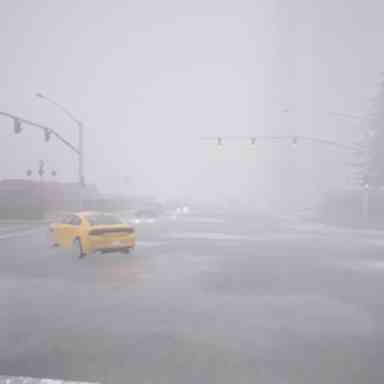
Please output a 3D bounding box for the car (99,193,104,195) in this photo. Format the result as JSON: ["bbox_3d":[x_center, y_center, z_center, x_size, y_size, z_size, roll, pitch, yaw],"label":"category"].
[{"bbox_3d":[-20.597,1.130,70.975,4.605,1.855,1.932,0,0,7],"label":"car"}]

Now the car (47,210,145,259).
[{"bbox_3d":[-4.042,1.506,12.970,1.882,1.535,5.008,1,-1,-38],"label":"car"}]

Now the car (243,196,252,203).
[{"bbox_3d":[12.261,1.585,73.799,1.882,1.535,5.008,0,0,7],"label":"car"}]

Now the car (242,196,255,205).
[{"bbox_3d":[11.023,1.642,63.579,2.033,1.411,5.357,0,0,7],"label":"car"}]

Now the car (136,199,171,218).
[{"bbox_3d":[-3.672,1.543,30.404,2.033,1.411,5.357,0,0,7],"label":"car"}]

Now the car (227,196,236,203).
[{"bbox_3d":[8.792,1.612,74.265,1.812,1.442,4.674,0,0,7],"label":"car"}]

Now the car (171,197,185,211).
[{"bbox_3d":[-2.430,1.533,40.573,1.812,1.442,4.674,0,0,7],"label":"car"}]

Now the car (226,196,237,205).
[{"bbox_3d":[7.246,1.550,60.669,1.882,1.535,5.008,0,0,7],"label":"car"}]

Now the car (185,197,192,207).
[{"bbox_3d":[-1.108,1.512,50.919,2.128,1.511,4.902,0,0,7],"label":"car"}]
